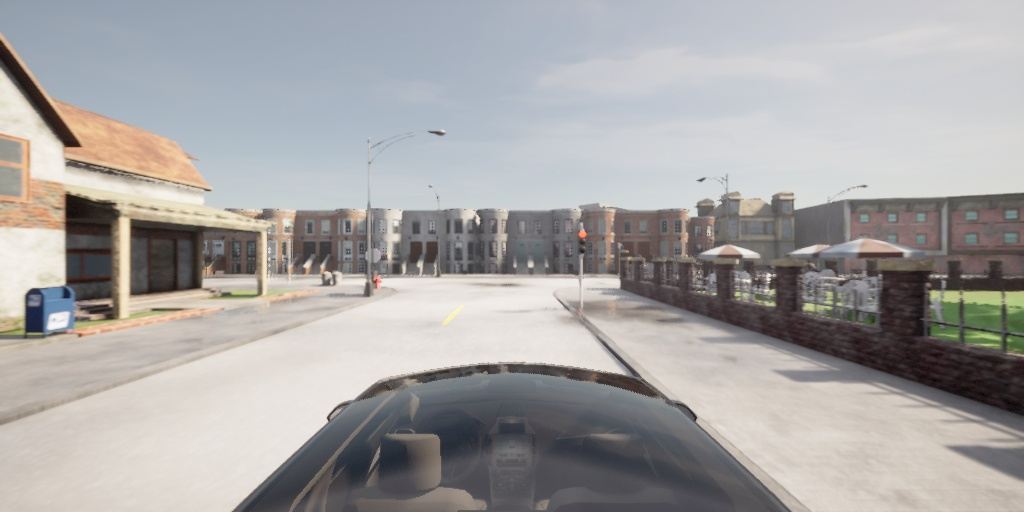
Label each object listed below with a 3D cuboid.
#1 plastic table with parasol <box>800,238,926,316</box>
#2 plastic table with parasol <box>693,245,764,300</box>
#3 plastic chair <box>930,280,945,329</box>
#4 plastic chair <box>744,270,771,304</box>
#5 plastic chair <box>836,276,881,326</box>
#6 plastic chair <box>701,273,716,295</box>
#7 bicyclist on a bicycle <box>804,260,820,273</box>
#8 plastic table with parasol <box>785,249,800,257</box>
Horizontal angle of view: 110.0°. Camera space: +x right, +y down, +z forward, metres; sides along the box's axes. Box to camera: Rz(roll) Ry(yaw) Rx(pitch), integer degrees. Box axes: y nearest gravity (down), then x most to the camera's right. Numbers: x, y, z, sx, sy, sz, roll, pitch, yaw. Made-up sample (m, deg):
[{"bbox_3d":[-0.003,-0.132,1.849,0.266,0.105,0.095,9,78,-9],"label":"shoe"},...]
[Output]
[{"bbox_3d":[10.687,0.703,10.891,2.482,2.480,2.482,0,0,-40],"label":"plastic table with parasol"},{"bbox_3d":[9.689,0.733,16.122,2.482,2.480,2.482,0,0,-40],"label":"plastic table with parasol"},{"bbox_3d":[11.419,1.301,9.893,0.750,1.272,0.730,0,0,-40],"label":"plastic chair"},{"bbox_3d":[10.422,1.337,15.123,0.750,1.272,0.730,0,0,-40],"label":"plastic chair"},{"bbox_3d":[9.713,1.307,9.990,0.730,1.272,0.750,0,0,-35],"label":"plastic chair"},{"bbox_3d":[8.715,1.337,15.221,0.730,1.272,0.750,0,0,-35],"label":"plastic chair"},{"bbox_3d":[18.212,1.087,21.907,0.582,1.620,1.656,0,0,0],"label":"bicyclist on a bicycle"},{"bbox_3d":[14.179,0.698,16.560,2.482,2.480,2.482,0,0,-40],"label":"plastic table with parasol"}]
